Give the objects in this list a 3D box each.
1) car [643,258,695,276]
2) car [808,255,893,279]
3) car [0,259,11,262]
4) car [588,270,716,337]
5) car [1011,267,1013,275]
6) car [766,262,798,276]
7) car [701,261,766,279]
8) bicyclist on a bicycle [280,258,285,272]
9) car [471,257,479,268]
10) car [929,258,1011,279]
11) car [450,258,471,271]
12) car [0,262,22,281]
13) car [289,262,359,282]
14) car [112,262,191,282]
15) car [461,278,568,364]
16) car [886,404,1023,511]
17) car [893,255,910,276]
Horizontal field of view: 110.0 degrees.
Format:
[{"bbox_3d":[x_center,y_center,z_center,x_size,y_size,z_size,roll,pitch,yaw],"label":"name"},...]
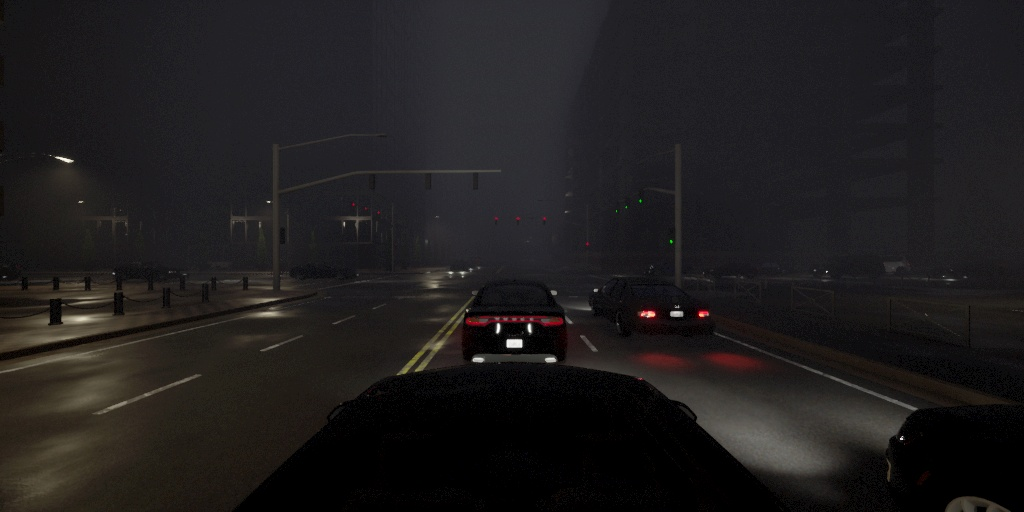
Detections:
[{"bbox_3d":[15.230,1.046,35.031,4.553,1.767,2.097,0,0,0],"label":"car"},{"bbox_3d":[29.420,0.916,31.558,5.566,2.045,2.150,0,0,0],"label":"car"},{"bbox_3d":[-51.177,1.046,34.783,4.553,1.767,2.097,0,0,1],"label":"car"},{"bbox_3d":[3.571,1.297,10.248,2.033,1.411,5.357,0,0,0],"label":"car"},{"bbox_3d":[45.518,1.047,35.067,4.553,1.767,2.097,0,0,2],"label":"car"},{"bbox_3d":[24.698,1.242,35.044,5.357,1.411,2.033,0,0,0],"label":"car"},{"bbox_3d":[19.154,1.220,31.503,4.674,1.442,1.812,0,0,0],"label":"car"},{"bbox_3d":[-25.408,0.995,39.334,0.582,1.620,1.656,0,0,0],"label":"bicyclist on a bicycle"},{"bbox_3d":[-7.081,1.297,59.025,2.033,1.411,5.357,0,0,0],"label":"car"},{"bbox_3d":[39.912,1.172,31.575,5.008,1.535,1.882,0,0,0],"label":"car"},{"bbox_3d":[-7.093,1.227,48.512,1.882,1.535,5.008,0,0,0],"label":"car"},{"bbox_3d":[-41.012,1.295,27.501,4.718,1.301,1.895,0,0,1],"label":"car"},{"bbox_3d":[-14.416,1.190,27.613,4.902,1.511,2.128,0,0,-3],"label":"car"},{"bbox_3d":[-27.434,1.186,27.380,4.902,1.511,2.128,0,0,0],"label":"car"},{"bbox_3d":[0.055,1.228,8.124,1.882,1.535,5.008,0,0,0],"label":"car"},{"bbox_3d":[3.600,1.255,0.511,1.837,1.490,4.892,0,0,0],"label":"car"},{"bbox_3d":[35.390,0.916,35.075,5.566,2.045,2.150,0,0,0],"label":"car"}]
